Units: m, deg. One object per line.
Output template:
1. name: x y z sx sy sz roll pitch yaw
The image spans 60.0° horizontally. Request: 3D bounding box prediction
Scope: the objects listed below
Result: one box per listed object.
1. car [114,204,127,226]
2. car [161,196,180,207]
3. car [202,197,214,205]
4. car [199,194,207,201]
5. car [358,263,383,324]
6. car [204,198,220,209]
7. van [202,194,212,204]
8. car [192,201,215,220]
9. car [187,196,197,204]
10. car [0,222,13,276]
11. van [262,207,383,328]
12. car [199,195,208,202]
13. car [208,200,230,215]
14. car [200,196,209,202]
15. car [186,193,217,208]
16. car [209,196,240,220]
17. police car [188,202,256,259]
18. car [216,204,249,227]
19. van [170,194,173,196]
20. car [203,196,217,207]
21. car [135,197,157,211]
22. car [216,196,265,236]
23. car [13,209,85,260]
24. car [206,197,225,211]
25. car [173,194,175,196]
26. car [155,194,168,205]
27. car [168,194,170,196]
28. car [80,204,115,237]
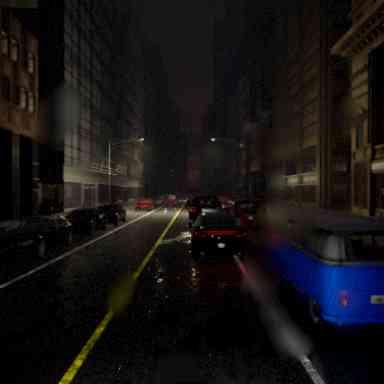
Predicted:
1. car: -5.767 1.557 23.518 1.947 1.339 4.313 0 0 0
2. car: -3.018 1.593 49.458 1.895 1.301 4.718 0 0 0
3. car: 2.756 1.574 57.142 1.802 1.307 4.206 0 0 0
4. car: 2.753 1.435 85.151 1.967 1.590 4.097 0 0 0
5. car: 2.760 1.525 1.295 1.752 1.417 4.829 0 0 0
6. car: 2.757 1.557 45.938 1.947 1.339 4.313 0 0 0
7. van: 2.755 1.334 62.743 1.690 1.788 3.998 0 0 0
8. car: 0.898 1.517 28.665 1.812 1.442 4.674 0 0 0
9. car: -0.005 1.545 65.917 2.033 1.411 5.357 0 0 0
10. car: -5.766 1.436 6.712 1.967 1.590 4.097 0 0 0
11. van: 2.759 1.338 6.726 1.690 1.788 3.998 0 0 0
12. car: 2.754 1.539 79.549 1.887 1.381 4.507 0 0 0
13. car: 2.758 1.557 34.735 1.947 1.339 4.313 0 0 0
14. car: 2.755 1.538 73.947 1.887 1.381 4.507 0 0 0
15. car: 0.852 1.214 22.694 2.150 2.045 5.566 0 0 0
16. car: 2.757 1.306 29.133 2.192 1.841 5.009 0 0 0
17. police car: 0.899 1.419 12.775 1.930 1.638 5.238 0 0 0
18. car: 2.758 1.573 23.532 1.802 1.307 4.206 0 0 0
19. van: -5.771 1.334 73.938 1.690 1.788 3.998 0 0 0
20. car: 2.756 1.432 51.540 1.967 1.590 4.097 0 0 0
21. car: -5.768 1.536 40.325 1.887 1.381 4.507 0 0 0
22. car: 2.758 1.308 17.929 2.192 1.841 5.009 0 0 0
23. car: -5.766 1.545 12.314 2.008 1.369 4.403 0 0 0
24. car: 2.757 1.431 40.336 1.967 1.590 4.097 0 0 0
25. car: -5.771 1.538 79.540 1.887 1.381 4.507 0 0 0
26. car: -5.770 1.432 57.131 1.967 1.590 4.097 0 0 0
27. car: -5.770 1.537 62.732 1.887 1.381 4.507 0 0 0
28. car: -5.766 1.558 17.916 1.947 1.339 4.313 0 0 0
